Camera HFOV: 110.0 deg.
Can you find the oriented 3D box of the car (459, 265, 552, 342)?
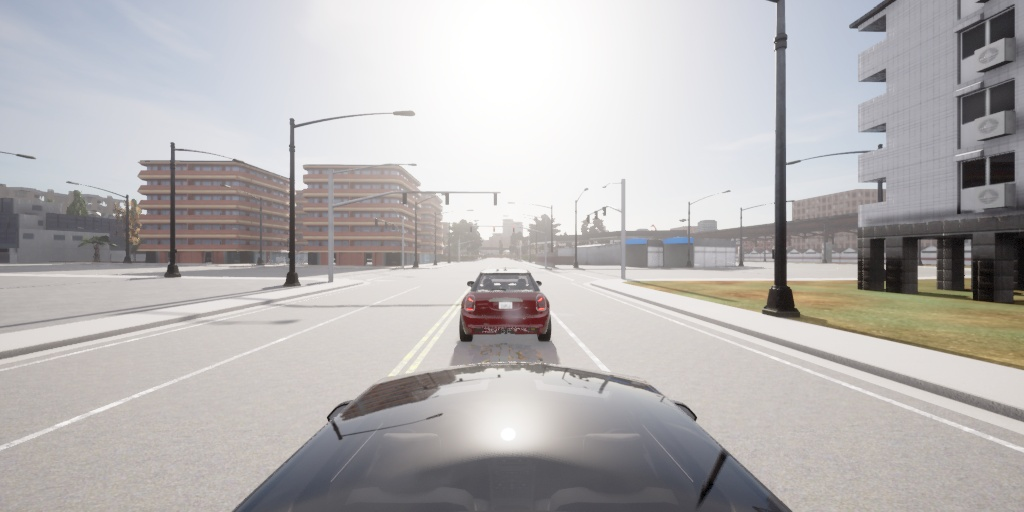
[{"bbox_3d":[-0.203,1.102,9.981,2.097,1.767,4.553,0,0,-2],"label":"car"}]
